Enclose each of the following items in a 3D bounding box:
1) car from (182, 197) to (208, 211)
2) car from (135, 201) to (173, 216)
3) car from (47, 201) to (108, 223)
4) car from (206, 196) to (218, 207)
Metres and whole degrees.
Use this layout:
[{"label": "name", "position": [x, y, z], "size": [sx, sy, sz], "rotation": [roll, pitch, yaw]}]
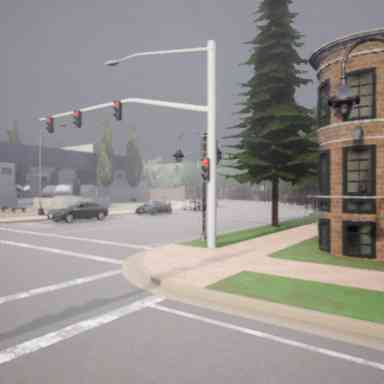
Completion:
[{"label": "car", "position": [0.384, 1.596, 40.989], "size": [1.895, 1.301, 4.718], "rotation": [0, 0, 20]}, {"label": "car", "position": [-3.748, 1.559, 33.068], "size": [1.994, 1.385, 4.181], "rotation": [0, 0, 32]}, {"label": "car", "position": [-8.709, 1.500, 25.660], "size": [1.837, 1.490, 4.892], "rotation": [0, 0, 35]}, {"label": "car", "position": [2.798, 1.347, 50.673], "size": [2.097, 1.767, 4.553], "rotation": [0, 0, 6]}]
